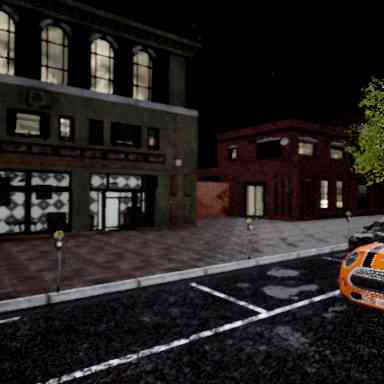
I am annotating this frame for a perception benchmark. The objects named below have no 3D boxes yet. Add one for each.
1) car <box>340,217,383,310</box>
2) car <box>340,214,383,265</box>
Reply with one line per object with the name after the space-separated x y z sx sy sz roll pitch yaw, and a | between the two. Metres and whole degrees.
5.163 1.339 7.049 4.553 1.767 2.097 0 0 -35 | car
7.367 1.545 11.798 4.313 1.339 1.947 0 1 -35 | car
